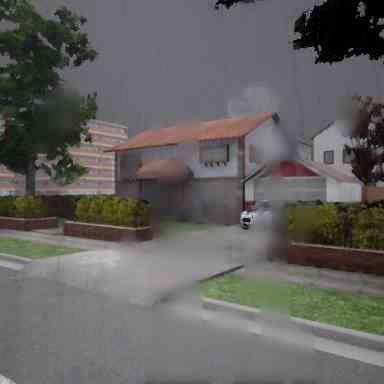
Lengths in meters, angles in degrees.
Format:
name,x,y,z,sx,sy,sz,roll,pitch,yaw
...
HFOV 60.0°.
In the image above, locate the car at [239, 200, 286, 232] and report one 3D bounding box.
name,x,y,z,sx,sy,sz,roll,pitch,yaw
car,4.066,1.168,17.411,1.970,1.475,3.806,0,0,36
